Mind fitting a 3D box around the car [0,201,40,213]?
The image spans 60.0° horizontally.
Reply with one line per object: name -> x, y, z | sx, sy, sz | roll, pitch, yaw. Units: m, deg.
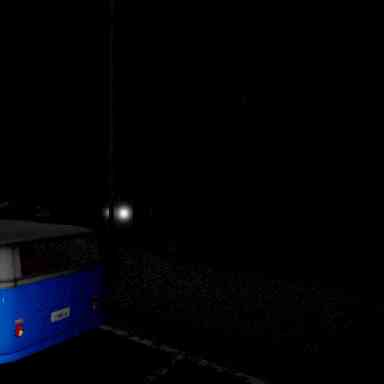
car -> -15.406, 1.517, 28.504 | 1.812, 1.442, 4.674 | 0, 0, 33

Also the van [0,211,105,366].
van -> -3.196, 1.341, 5.357 | 3.998, 1.788, 1.690 | 0, 0, 36
